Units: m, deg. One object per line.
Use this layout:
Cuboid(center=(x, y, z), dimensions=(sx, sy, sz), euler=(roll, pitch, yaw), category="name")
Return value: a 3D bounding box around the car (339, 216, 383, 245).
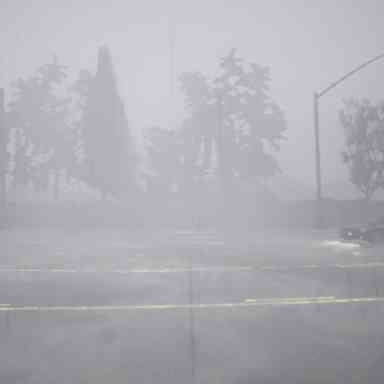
Cuboid(center=(10.211, 2.014, 18.124), dimensions=(4.181, 1.385, 1.994), euler=(0, -2, -18), category="car")
